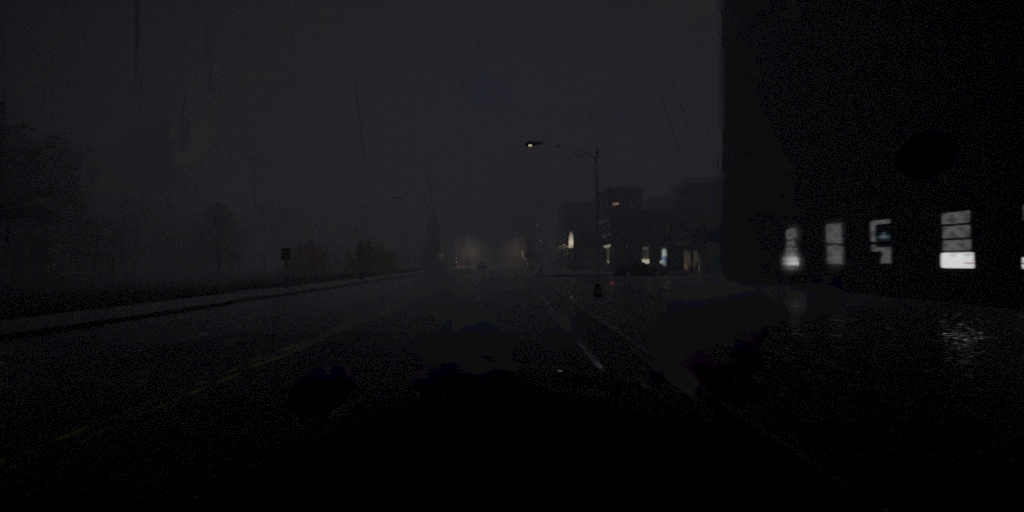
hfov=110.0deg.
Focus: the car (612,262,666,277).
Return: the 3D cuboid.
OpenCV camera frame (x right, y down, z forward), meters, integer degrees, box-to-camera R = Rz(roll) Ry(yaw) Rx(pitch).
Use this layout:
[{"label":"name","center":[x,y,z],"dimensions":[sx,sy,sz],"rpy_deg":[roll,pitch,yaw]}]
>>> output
[{"label":"car","center":[12.233,1.355,34.609],"dimensions":[4.892,1.490,1.837],"rpy_deg":[-1,-1,-1]}]
